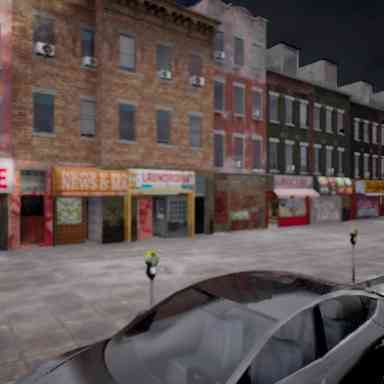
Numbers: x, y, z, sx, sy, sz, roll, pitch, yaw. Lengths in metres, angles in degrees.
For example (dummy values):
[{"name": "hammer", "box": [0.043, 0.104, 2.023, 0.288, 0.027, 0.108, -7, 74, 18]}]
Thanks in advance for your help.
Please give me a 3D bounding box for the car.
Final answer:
[{"name": "car", "box": [0.484, 1.569, 3.176, 4.313, 1.339, 1.947, 0, 0, -35]}]
